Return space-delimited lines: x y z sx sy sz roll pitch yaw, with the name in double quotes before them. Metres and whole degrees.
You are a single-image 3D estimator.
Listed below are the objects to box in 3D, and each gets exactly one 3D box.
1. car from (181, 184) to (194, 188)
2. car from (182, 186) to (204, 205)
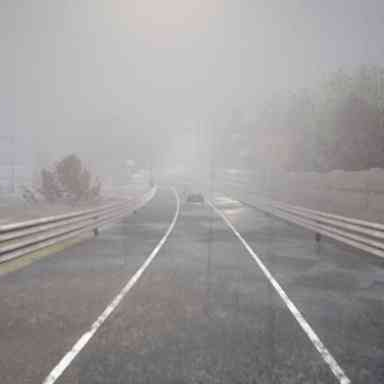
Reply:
"car" -0.495 -0.366 48.148 2.128 1.511 4.902 0 5 -5
"car" 0.247 0.471 36.442 1.882 1.535 5.008 0 4 -3
